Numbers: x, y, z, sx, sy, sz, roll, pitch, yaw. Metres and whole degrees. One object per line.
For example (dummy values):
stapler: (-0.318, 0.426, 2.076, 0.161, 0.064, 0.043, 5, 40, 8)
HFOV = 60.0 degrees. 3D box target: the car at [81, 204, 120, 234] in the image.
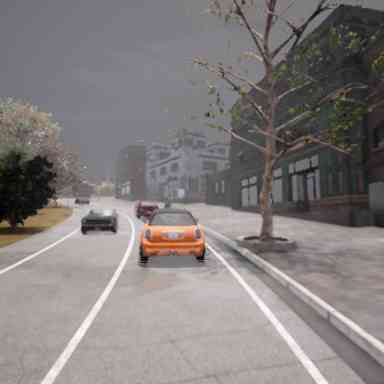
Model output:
car: (-5.212, 1.608, 19.293, 1.895, 1.301, 4.718, 1, 0, -10)

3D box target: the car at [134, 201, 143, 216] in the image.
car: (-4.270, 1.572, 30.733, 1.882, 1.535, 5.008, 1, -1, -15)

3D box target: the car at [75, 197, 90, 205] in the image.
car: (-19.145, 1.508, 58.156, 2.033, 1.411, 5.357, 3, -1, -28)

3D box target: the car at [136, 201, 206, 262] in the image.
car: (-0.797, 1.378, 12.380, 2.097, 1.767, 4.553, 0, 0, -6)
